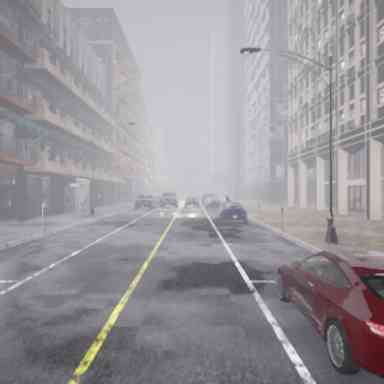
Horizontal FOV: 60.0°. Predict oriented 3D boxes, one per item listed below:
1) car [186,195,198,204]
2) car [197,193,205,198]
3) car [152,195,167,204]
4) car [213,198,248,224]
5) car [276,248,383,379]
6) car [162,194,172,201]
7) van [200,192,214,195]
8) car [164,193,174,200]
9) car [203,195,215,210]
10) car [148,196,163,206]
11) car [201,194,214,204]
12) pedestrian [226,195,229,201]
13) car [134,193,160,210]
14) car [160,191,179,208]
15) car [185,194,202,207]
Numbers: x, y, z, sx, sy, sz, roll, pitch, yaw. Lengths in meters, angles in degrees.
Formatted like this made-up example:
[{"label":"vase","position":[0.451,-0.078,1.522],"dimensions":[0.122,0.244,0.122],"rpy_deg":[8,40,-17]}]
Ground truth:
[{"label":"car","position":[-0.035,1.245,56.954],"dimensions":[1.895,1.301,4.718],"rpy_deg":[0,0,0]},{"label":"car","position":[2.512,1.035,93.815],"dimensions":[1.947,1.339,4.313],"rpy_deg":[0,0,0]},{"label":"car","position":[-5.343,1.205,55.051],"dimensions":[2.008,1.369,4.403],"rpy_deg":[1,0,0]},{"label":"car","position":[2.735,1.367,23.373],"dimensions":[1.812,1.442,4.674],"rpy_deg":[0,0,0]},{"label":"car","position":[2.570,1.544,5.248],"dimensions":[1.802,1.307,4.206],"rpy_deg":[1,0,0]},{"label":"car","position":[-5.353,1.113,71.659],"dimensions":[1.887,1.381,4.507],"rpy_deg":[1,0,0]},{"label":"van","position":[2.543,1.025,49.529],"dimensions":[1.690,1.788,3.998],"rpy_deg":[1,0,0]},{"label":"car","position":[-5.356,0.982,77.194],"dimensions":[1.967,1.590,4.097],"rpy_deg":[1,0,0]},{"label":"car","position":[2.548,1.329,38.461],"dimensions":[1.802,1.307,4.206],"rpy_deg":[1,0,0]},{"label":"car","position":[-5.339,1.266,49.515],"dimensions":[1.802,1.307,4.206],"rpy_deg":[1,0,0]},{"label":"car","position":[2.544,1.297,43.997],"dimensions":[1.802,1.307,4.206],"rpy_deg":[1,0,0]},{"label":"pedestrian","position":[2.734,1.116,26.218],"dimensions":[0.375,1.860,0.375],"rpy_deg":[1,0,0]},{"label":"car","position":[-5.330,1.062,38.443],"dimensions":[2.192,1.841,5.009],"rpy_deg":[1,0,0]},{"label":"car","position":[-2.865,0.946,42.129],"dimensions":[2.150,2.045,5.566],"rpy_deg":[0,0,0]},{"label":"car","position":[0.034,1.313,44.425],"dimensions":[1.895,1.301,4.718],"rpy_deg":[0,0,0]}]
